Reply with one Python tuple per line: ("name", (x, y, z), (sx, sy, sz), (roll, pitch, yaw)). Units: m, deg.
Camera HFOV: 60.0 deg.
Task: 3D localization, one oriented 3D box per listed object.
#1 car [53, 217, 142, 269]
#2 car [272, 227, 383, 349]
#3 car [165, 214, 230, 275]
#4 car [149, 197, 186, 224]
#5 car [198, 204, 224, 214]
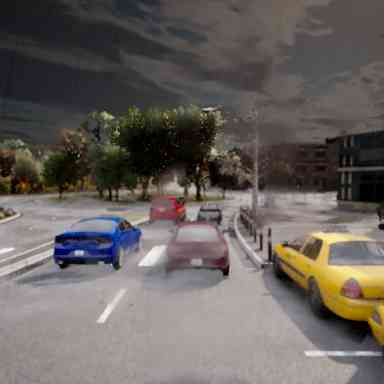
("car", (-3.030, 1.607, 11.693), (1.882, 1.535, 5.008), (0, -2, 2))
("car", (3.211, 1.564, 7.688), (1.946, 1.575, 5.366), (0, -1, 0))
("car", (0.196, 1.649, 10.797), (1.812, 1.442, 4.674), (0, -1, 2))
("car", (-1.833, 1.412, 26.491), (2.150, 2.045, 5.566), (0, 1, 7))
("car", (1.528, 1.693, 27.027), (2.128, 1.511, 4.902), (0, 1, 8))
